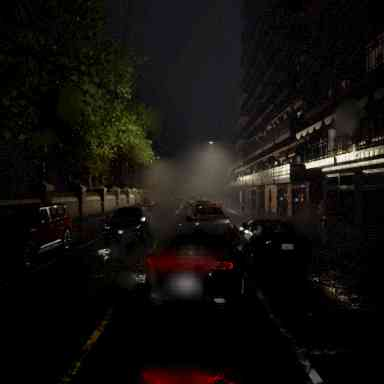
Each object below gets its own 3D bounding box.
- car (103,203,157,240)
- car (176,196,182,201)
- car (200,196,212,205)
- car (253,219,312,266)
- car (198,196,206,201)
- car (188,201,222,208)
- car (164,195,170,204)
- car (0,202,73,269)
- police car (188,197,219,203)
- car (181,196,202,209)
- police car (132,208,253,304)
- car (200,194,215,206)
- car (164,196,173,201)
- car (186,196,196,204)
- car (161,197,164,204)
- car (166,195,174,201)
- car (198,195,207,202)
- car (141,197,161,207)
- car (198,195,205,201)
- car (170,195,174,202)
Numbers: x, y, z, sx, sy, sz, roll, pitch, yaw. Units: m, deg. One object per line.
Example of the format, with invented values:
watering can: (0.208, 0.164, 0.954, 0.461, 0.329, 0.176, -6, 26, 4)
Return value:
car: (-3.135, 1.507, 17.007, 1.837, 1.490, 4.892, 0, 0, 0)
car: (-3.193, 1.681, 88.260, 1.895, 1.301, 4.718, 0, 0, 0)
car: (2.553, 1.480, 62.036, 1.967, 1.590, 4.097, 0, 0, 0)
car: (2.665, 1.567, 11.365, 1.947, 1.339, 4.313, 0, 0, 0)
car: (2.504, 1.638, 84.557, 1.947, 1.339, 4.313, 0, 0, 0)
car: (0.861, 1.480, 18.121, 1.882, 1.535, 5.008, 0, 0, 0)
car: (-5.827, 1.591, 62.017, 2.008, 1.369, 4.403, 0, 0, 0)
car: (-5.715, 1.316, 11.347, 2.192, 1.841, 5.009, 0, 0, 0)
police car: (0.847, 1.430, 24.231, 1.930, 1.638, 5.238, 0, 0, 0)
car: (-0.078, 1.569, 45.066, 2.033, 1.411, 5.357, 0, 0, 0)
police car: (0.425, 1.426, 8.418, 1.930, 1.638, 5.238, 0, 0, 12)
car: (2.564, 1.348, 56.405, 2.192, 1.841, 5.009, 0, 0, 0)
car: (-5.877, 1.623, 84.538, 2.008, 1.369, 4.403, 0, 0, 0)
car: (-0.139, 1.520, 63.738, 1.882, 1.535, 5.008, 0, 0, 0)
car: (-5.803, 1.467, 50.756, 1.967, 1.590, 4.097, 0, 0, 0)
car: (-5.890, 1.608, 89.999, 1.752, 1.417, 4.829, 0, 0, 0)
car: (2.515, 1.503, 78.927, 1.967, 1.590, 4.097, 0, 0, 0)
car: (-5.791, 1.461, 45.127, 1.967, 1.590, 4.097, 0, 0, 0)
car: (2.490, 1.609, 90.358, 1.752, 1.417, 4.829, 0, 0, 0)
car: (-5.864, 1.588, 78.738, 1.752, 1.417, 4.829, 0, 0, 0)
